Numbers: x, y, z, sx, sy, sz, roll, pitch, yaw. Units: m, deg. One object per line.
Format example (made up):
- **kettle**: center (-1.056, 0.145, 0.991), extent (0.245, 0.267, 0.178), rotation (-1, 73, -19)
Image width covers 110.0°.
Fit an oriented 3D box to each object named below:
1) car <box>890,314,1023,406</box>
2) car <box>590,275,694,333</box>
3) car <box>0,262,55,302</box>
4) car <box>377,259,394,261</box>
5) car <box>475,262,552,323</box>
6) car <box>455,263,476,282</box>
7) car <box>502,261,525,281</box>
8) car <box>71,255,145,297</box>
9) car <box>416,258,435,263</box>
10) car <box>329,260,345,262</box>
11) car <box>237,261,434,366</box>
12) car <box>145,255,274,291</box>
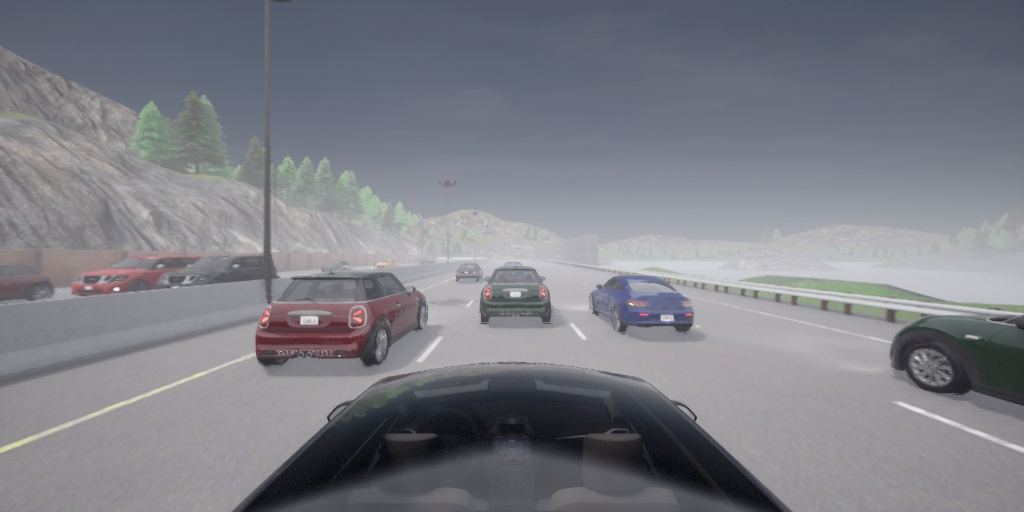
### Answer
- **car**: center (7.099, 1.102, 3.812), extent (2.097, 1.767, 4.553), rotation (0, 0, 0)
- **car**: center (3.601, 1.275, 10.610), extent (1.812, 1.442, 4.674), rotation (0, 0, 0)
- **car**: center (-21.098, 1.101, 13.696), extent (2.097, 1.767, 4.553), rotation (0, 0, 0)
- **car**: center (-17.571, 1.222, 50.469), extent (1.882, 1.535, 5.008), rotation (0, 0, 0)
- **car**: center (0.100, 1.101, 12.210), extent (2.097, 1.767, 4.553), rotation (0, 0, 0)
- **car**: center (-3.399, 1.294, 29.207), extent (2.033, 1.411, 5.357), rotation (0, 0, 0)
- **car**: center (0.102, 1.224, 31.452), extent (1.882, 1.535, 5.008), rotation (0, 0, 0)
- **car**: center (-17.599, 0.970, 17.661), extent (2.150, 2.045, 5.566), rotation (0, 0, 0)
- **car**: center (-14.045, 1.307, 59.752), extent (1.994, 1.385, 4.181), rotation (0, 0, 1)
- **car**: center (-21.092, 1.250, 43.106), extent (1.837, 1.490, 4.892), rotation (0, 0, 0)
- **car**: center (-3.400, 1.101, 8.137), extent (2.097, 1.767, 4.553), rotation (0, 0, 0)
- **car**: center (-14.099, 0.970, 17.719), extent (2.150, 2.045, 5.566), rotation (0, 0, 0)
